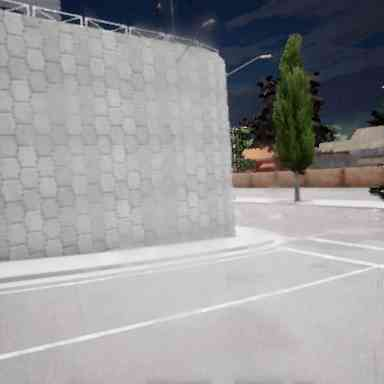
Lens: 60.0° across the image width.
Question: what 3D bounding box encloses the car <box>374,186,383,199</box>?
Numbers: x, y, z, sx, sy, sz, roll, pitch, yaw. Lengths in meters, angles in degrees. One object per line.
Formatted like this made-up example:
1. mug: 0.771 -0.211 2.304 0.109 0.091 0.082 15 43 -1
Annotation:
1. car: 17.865 -0.193 27.023 2.097 1.767 4.553 -7 4 -36

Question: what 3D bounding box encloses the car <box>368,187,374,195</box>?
1. car: 19.214 -0.290 31.084 1.895 1.301 4.718 -7 4 -36
